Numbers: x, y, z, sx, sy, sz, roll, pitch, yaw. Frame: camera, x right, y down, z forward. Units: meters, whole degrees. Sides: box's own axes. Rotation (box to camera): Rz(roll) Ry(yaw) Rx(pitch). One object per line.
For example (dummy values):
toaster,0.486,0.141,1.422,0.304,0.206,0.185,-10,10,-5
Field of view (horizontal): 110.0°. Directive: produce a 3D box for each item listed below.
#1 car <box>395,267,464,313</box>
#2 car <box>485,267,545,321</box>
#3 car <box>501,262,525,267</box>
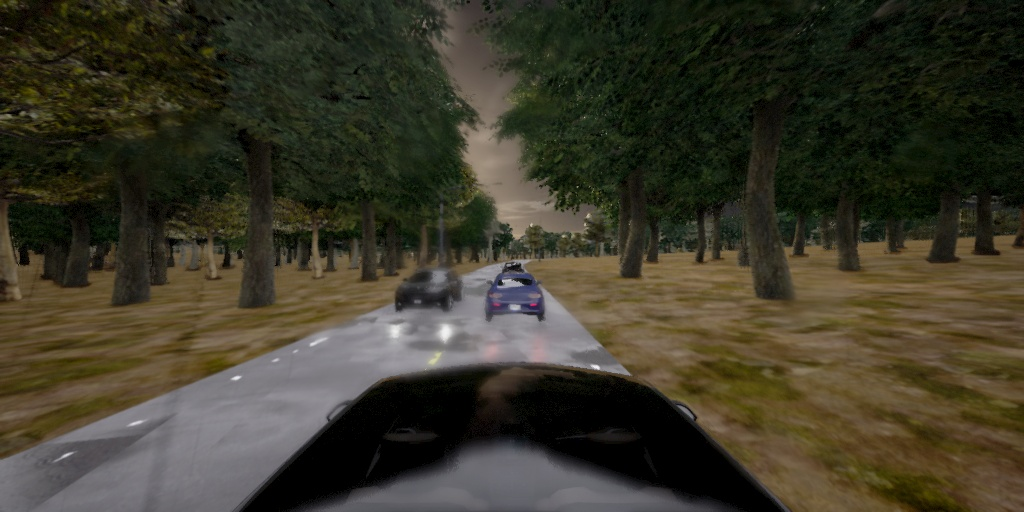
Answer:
car,-3.091,1.227,14.262,1.882,1.535,5.008,0,0,0
car,0.100,1.274,12.343,1.812,1.442,4.674,0,0,0
car,0.103,1.259,30.291,1.837,1.490,4.892,0,0,0
